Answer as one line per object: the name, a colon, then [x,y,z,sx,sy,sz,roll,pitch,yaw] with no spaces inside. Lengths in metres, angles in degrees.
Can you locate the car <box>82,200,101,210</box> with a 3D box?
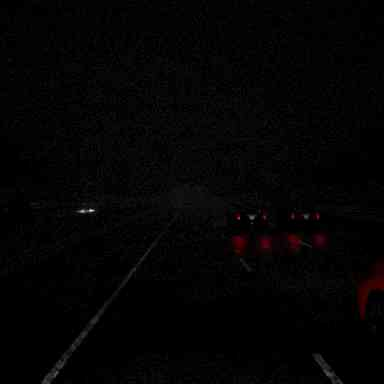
car: [-17.597,2.206,58.368,2.097,1.767,4.553,0,-1,0]

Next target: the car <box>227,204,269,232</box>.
car: [3.577,1.601,21.968,2.097,1.767,4.553,0,-1,0]

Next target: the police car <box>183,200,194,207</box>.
police car: [-1.128,2.674,77.808,1.930,1.638,5.238,0,-1,0]

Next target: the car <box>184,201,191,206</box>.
car: [-1.137,3.005,87.702,1.812,1.442,4.674,0,-1,0]

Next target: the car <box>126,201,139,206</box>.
car: [-10.600,2.378,60.057,2.128,1.511,4.902,0,-1,1]

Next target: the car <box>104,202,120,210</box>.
car: [-14.100,2.423,58.698,1.994,1.385,4.181,0,-1,0]

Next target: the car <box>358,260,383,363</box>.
car: [3.597,1.250,2.695,2.150,2.045,5.566,0,-1,0]

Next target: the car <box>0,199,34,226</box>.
car: [-10.619,1.424,17.866,2.150,2.045,5.566,0,-1,0]

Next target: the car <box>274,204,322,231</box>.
car: [7.077,1.610,22.748,2.097,1.767,4.553,0,-1,0]
